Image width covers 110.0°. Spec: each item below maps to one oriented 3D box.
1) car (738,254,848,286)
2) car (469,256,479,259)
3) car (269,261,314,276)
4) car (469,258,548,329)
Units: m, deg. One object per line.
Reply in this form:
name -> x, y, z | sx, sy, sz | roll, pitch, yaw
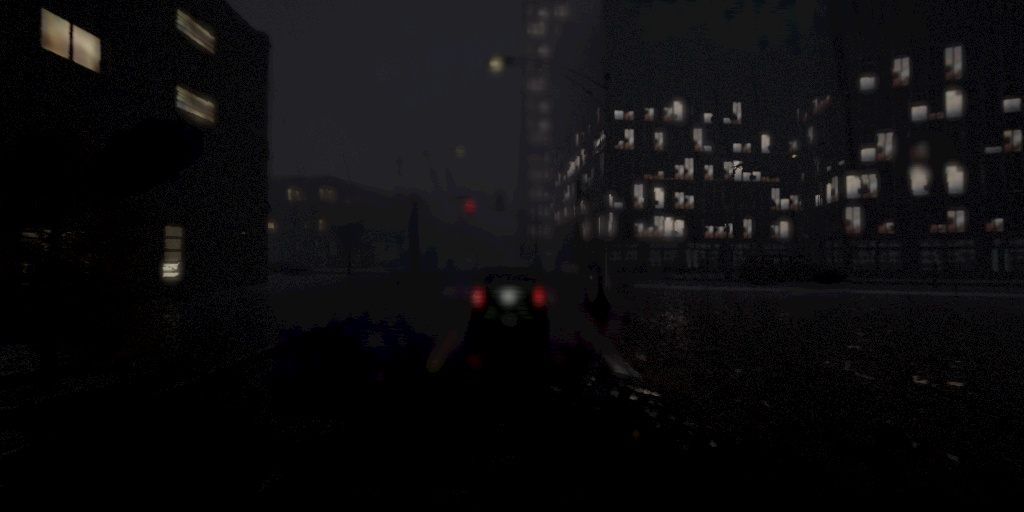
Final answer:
car -> 15.957, 0.833, 20.694 | 5.009, 1.841, 2.192 | 0, 0, 18
car -> -6.665, 0.798, 64.623 | 2.097, 1.767, 4.553 | 0, 0, -4
car -> -20.272, 1.163, 32.889 | 4.313, 1.339, 1.948 | 0, 0, 18
car -> -0.123, 1.056, 11.250 | 2.097, 1.767, 4.553 | 0, 0, -1
